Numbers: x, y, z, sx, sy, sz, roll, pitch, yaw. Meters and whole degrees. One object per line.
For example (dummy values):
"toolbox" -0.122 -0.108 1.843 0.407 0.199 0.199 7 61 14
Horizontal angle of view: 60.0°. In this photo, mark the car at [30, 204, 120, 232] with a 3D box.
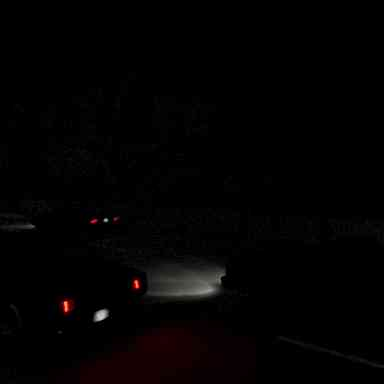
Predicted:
"car" -6.040 1.307 16.902 5.357 1.411 2.033 1 1 35

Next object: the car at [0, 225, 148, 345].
"car" -3.155 1.512 6.244 4.718 1.301 1.895 1 1 36

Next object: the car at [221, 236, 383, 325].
"car" 3.213 1.537 6.000 5.357 1.411 2.033 1 1 36
